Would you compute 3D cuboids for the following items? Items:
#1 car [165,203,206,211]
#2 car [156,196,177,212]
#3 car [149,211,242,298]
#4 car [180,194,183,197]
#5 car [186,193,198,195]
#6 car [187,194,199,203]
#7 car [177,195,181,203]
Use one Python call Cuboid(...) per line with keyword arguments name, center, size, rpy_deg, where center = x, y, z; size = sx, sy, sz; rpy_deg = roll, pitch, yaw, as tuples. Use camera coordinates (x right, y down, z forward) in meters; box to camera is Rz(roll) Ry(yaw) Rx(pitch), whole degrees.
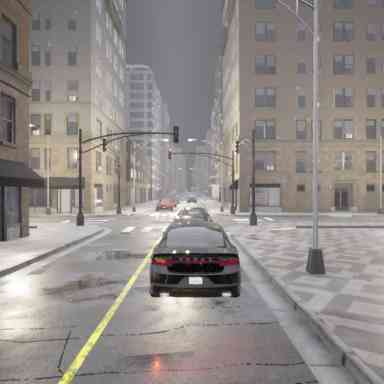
Cuboid(name="car", center=(0.081, 1.546, 18.392), size=(2.033, 1.411, 5.357), rpy_deg=(0, 0, 6))
Cuboid(name="car", center=(-3.156, 1.474, 39.761), size=(1.882, 1.535, 5.008), rpy_deg=(0, 0, -1))
Cuboid(name="car", center=(0.063, 1.477, 8.582), size=(1.882, 1.535, 5.008), rpy_deg=(0, 0, 0))
Cuboid(name="car", center=(-3.155, 1.500, 59.667), size=(1.837, 1.490, 4.892), rpy_deg=(0, 0, 0))
Cuboid(name="car", center=(-0.130, 1.520, 80.893), size=(1.812, 1.442, 4.674), rpy_deg=(0, 0, 0))
Cuboid(name="car", center=(-0.013, 1.596, 67.127), size=(1.895, 1.301, 4.718), rpy_deg=(0, 0, -1))
Cuboid(name="car", center=(-3.139, 1.543, 49.492), size=(2.033, 1.411, 5.357), rpy_deg=(0, 0, 0))
